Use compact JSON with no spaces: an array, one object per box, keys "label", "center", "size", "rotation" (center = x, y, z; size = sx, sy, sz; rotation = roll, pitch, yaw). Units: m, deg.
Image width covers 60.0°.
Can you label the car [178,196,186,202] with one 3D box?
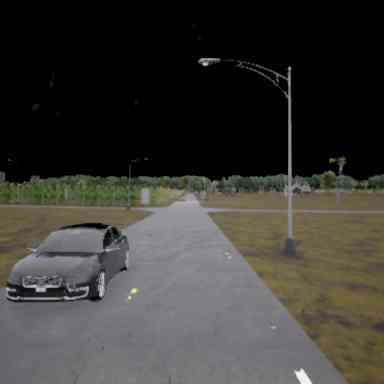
[{"label":"car","center":[-2.762,1.986,92.994],"size":[2.097,1.767,4.553],"rotation":[0,0,0]}]

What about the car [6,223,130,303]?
[{"label":"car","center":[-2.850,1.622,8.700],"size":[1.837,1.490,4.892],"rotation":[0,-1,0]}]
